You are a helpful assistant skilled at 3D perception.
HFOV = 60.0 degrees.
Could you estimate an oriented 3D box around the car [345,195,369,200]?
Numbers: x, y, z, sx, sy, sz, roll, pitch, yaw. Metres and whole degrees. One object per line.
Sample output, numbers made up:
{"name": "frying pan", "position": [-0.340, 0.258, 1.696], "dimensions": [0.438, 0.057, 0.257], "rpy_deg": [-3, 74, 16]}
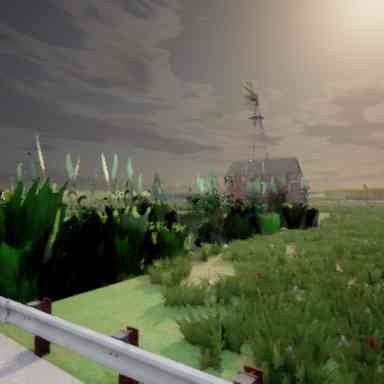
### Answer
{"name": "car", "position": [42.265, 1.799, 85.345], "dimensions": [5.566, 2.045, 2.150], "rpy_deg": [-1, -1, 31]}
